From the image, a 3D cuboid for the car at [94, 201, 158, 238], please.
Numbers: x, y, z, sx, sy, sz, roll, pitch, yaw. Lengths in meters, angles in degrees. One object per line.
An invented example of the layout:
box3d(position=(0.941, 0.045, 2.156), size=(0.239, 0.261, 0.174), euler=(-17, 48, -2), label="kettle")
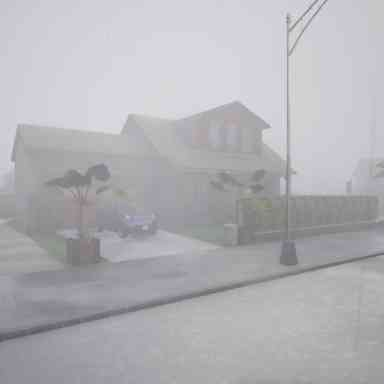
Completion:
box3d(position=(-3.054, 1.174, 15.268), size=(1.845, 1.501, 3.633), euler=(0, 0, -38), label="car")
